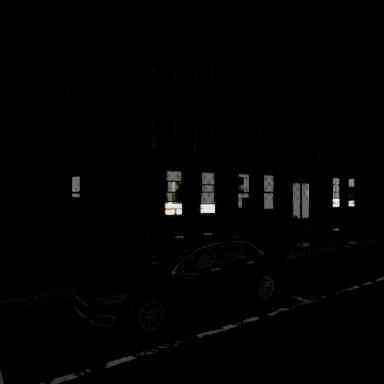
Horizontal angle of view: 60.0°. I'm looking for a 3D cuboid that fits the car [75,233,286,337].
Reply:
[{"bbox_3d":[-0.002,1.551,6.558,4.403,1.369,2.008,0,0,-35],"label":"car"}]
